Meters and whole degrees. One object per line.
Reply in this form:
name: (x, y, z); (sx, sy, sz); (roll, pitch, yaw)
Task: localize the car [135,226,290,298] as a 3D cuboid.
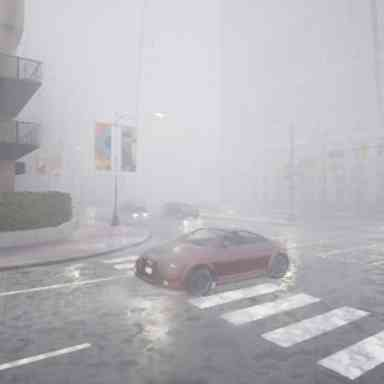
car: (0.641, 1.623, 8.749); (4.181, 1.385, 1.994); (1, 0, -36)

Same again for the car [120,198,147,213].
car: (-6.937, 1.748, 39.544); (1.994, 1.385, 4.181); (1, 0, -35)

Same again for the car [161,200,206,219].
car: (-1.159, 1.689, 31.278); (1.837, 1.490, 4.892); (1, 0, -35)

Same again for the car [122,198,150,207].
car: (-9.642, 1.759, 56.696); (4.902, 1.511, 2.128); (0, 0, 42)

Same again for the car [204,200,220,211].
car: (2.001, 1.837, 47.048); (1.812, 1.442, 4.674); (1, 0, -35)
